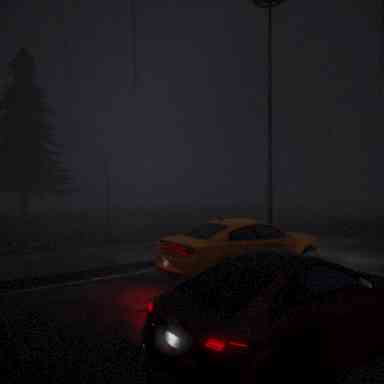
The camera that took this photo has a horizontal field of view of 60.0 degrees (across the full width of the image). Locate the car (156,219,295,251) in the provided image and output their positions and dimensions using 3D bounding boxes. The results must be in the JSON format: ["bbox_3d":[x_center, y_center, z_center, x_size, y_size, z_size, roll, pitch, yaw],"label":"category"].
[{"bbox_3d":[1.404,1.470,9.054,5.008,1.535,1.882,0,0,-36],"label":"car"}]

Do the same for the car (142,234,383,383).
[{"bbox_3d":[1.412,1.559,4.758,4.181,1.385,1.994,0,0,-36],"label":"car"}]
